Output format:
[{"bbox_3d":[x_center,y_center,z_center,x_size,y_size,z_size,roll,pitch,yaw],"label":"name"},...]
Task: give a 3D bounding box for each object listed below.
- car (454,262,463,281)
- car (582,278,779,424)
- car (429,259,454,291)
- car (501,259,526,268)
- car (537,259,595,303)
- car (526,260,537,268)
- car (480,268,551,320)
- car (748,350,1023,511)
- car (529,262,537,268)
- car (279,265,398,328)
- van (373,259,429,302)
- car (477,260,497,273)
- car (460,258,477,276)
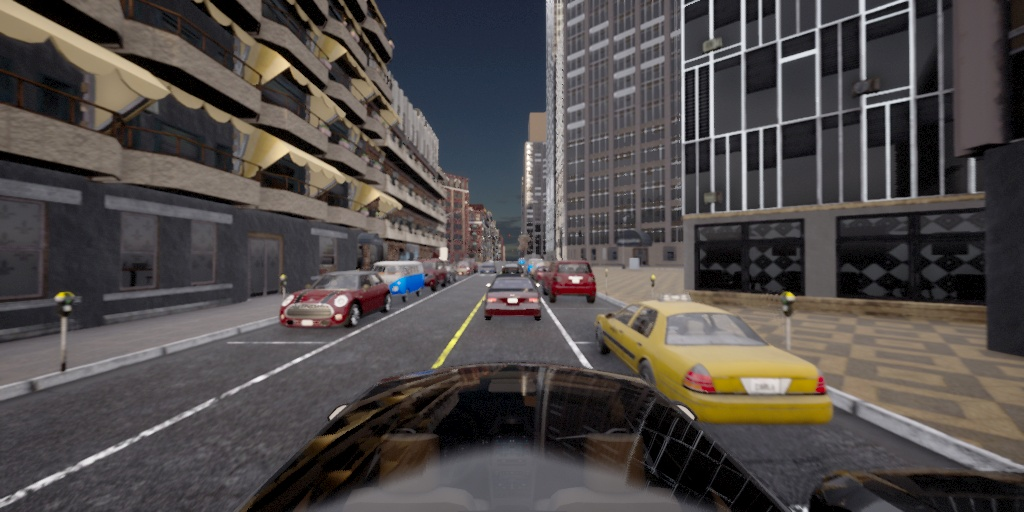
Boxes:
[{"bbox_3d":[-5.317,1.373,27.910,2.007,1.370,4.403,0,0,0],"label":"car"},{"bbox_3d":[2.565,1.286,5.944,1.751,1.417,4.829,0,0,0],"label":"car"},{"bbox_3d":[-5.317,1.121,22.373,2.192,1.841,5.009,0,0,0],"label":"car"},{"bbox_3d":[0.071,1.316,32.463,1.882,1.535,5.008,0,0,0],"label":"car"},{"bbox_3d":[2.564,1.105,16.845,2.192,1.841,5.009,0,0,0],"label":"car"},{"bbox_3d":[2.563,1.367,33.623,1.751,1.417,4.829,0,0,0],"label":"car"},{"bbox_3d":[0.042,1.327,12.760,2.033,1.411,5.357,0,0,0],"label":"car"},{"bbox_3d":[2.566,1.312,0.238,1.948,1.339,4.313,0,0,0],"label":"car"},{"bbox_3d":[2.563,1.405,27.917,1.802,1.307,4.207,0,0,0],"label":"car"},{"bbox_3d":[-5.316,1.215,11.301,1.967,1.591,4.097,0,0,0],"label":"car"},{"bbox_3d":[-5.316,1.131,16.837,1.690,1.789,3.998,0,0,0],"label":"van"},{"bbox_3d":[-2.799,1.427,43.579,2.033,1.411,5.357,0,0,1],"label":"car"},{"bbox_3d":[-5.318,1.301,38.980,1.967,1.591,4.097,0,0,0],"label":"car"}]
